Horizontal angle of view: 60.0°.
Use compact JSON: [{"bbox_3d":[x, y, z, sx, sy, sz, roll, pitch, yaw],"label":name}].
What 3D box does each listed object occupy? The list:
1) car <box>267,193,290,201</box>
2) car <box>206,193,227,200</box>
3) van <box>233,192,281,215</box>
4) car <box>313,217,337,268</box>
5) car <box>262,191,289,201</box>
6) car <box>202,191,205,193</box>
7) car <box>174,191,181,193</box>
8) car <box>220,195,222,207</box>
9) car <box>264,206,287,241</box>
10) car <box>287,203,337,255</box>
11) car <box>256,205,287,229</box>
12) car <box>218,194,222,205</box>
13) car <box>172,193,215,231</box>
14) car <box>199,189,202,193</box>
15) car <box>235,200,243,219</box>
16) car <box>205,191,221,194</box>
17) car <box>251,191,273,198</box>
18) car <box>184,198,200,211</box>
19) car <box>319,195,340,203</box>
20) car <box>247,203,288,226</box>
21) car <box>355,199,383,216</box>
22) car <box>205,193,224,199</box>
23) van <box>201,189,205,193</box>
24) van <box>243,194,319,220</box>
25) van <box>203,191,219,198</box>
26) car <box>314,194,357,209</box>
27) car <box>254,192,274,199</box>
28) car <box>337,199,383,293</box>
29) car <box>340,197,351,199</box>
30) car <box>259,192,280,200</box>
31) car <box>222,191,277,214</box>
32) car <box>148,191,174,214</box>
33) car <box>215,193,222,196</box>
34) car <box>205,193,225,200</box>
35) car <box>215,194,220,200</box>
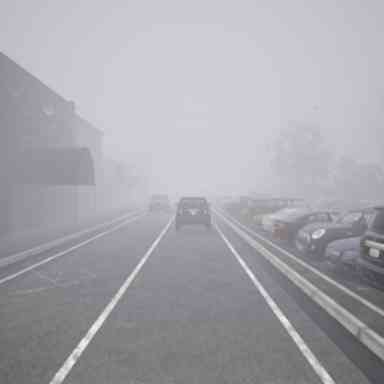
[{"bbox_3d":[18.702,1.012,71.950,4.553,1.767,2.185,0,1,0],"label":"car"},{"bbox_3d":[5.652,1.092,77.451,4.792,1.488,2.163,0,1,0],"label":"car"},{"bbox_3d":[6.145,1.271,28.911,4.442,1.987,1.878,0,1,0],"label":"van"},{"bbox_3d":[6.088,1.548,9.112,4.674,1.452,2.002,0,0,0],"label":"car"},{"bbox_3d":[18.746,0.848,74.734,5.566,2.045,2.435,0,1,0],"label":"car"},{"bbox_3d":[5.453,1.098,74.667,5.366,1.575,1.946,0,1,0],"label":"car"},{"bbox_3d":[-3.688,0.656,77.413,2.150,2.045,5.566,0,1,-1],"label":"car"},{"bbox_3d":[5.999,1.396,37.389,5.008,1.535,2.097,0,1,0],"label":"car"},{"bbox_3d":[6.063,1.541,14.764,5.008,1.535,2.097,0,0,0],"label":"car"},{"bbox_3d":[6.108,1.399,11.939,4.553,1.767,2.185,0,0,0],"label":"car"},{"bbox_3d":[6.058,1.597,17.589,4.674,1.452,2.002,0,0,0],"label":"car"},{"bbox_3d":[6.182,1.359,40.216,5.366,1.575,1.946,0,1,0],"label":"car"},{"bbox_3d":[0.078,1.271,21.399,2.150,2.045,5.566,0,0,0],"label":"car"},{"bbox_3d":[5.518,0.620,91.362,5.566,2.045,2.435,0,1,0],"label":"car"},{"bbox_3d":[6.039,1.570,26.089,4.674,1.452,2.002,0,1,0],"label":"car"},{"bbox_3d":[5.668,1.177,72.027,4.674,1.452,2.002,1,1,0],"label":"car"},{"bbox_3d":[18.669,0.655,88.782,5.566,2.045,2.435,0,1,0],"label":"car"},{"bbox_3d":[-0.025,1.489,41.587,1.994,1.385,4.181,0,0,0],"label":"car"},{"bbox_3d":[18.570,1.359,40.413,5.008,1.535,2.097,0,1,0],"label":"car"},{"bbox_3d":[6.055,1.609,20.424,4.674,1.452,2.002,0,0,0],"label":"car"},{"bbox_3d":[18.567,1.489,31.943,4.792,1.488,2.163,0,1,0],"label":"car"},{"bbox_3d":[5.563,1.016,83.017,4.792,1.488,2.163,0,1,0],"label":"car"},{"bbox_3d":[5.444,0.682,88.703,4.442,1.987,1.878,0,1,0],"label":"van"},{"bbox_3d":[6.161,1.332,23.381,4.442,1.987,1.878,0,0,0],"label":"van"},{"bbox_3d":[5.414,0.607,94.144,4.442,1.987,1.878,0,1,0],"label":"van"},{"bbox_3d":[18.536,1.202,43.111,4.553,1.767,2.185,0,1,0],"label":"car"},{"bbox_3d":[18.625,0.821,85.874,4.553,1.767,2.185,0,1,0],"label":"car"},{"bbox_3d":[6.121,1.240,6.289,5.566,2.045,2.435,0,0,0],"label":"car"},{"bbox_3d":[18.596,1.429,34.642,4.892,1.521,2.231,0,1,0],"label":"car"},{"bbox_3d":[18.718,0.896,80.430,4.553,1.767,2.185,0,1,0],"label":"car"},{"bbox_3d":[5.992,1.212,31.736,5.566,2.045,2.435,0,1,0],"label":"car"},{"bbox_3d":[-3.434,1.195,35.907,2.150,2.045,5.566,0,0,0],"label":"car"},{"bbox_3d":[6.001,1.292,48.694,4.792,1.488,2.163,0,1,0],"label":"car"},{"bbox_3d":[5.610,1.064,80.234,4.674,1.452,2.002,0,1,0],"label":"car"},{"bbox_3d":[5.983,1.336,45.867,4.674,1.452,2.002,0,1,0],"label":"car"}]
